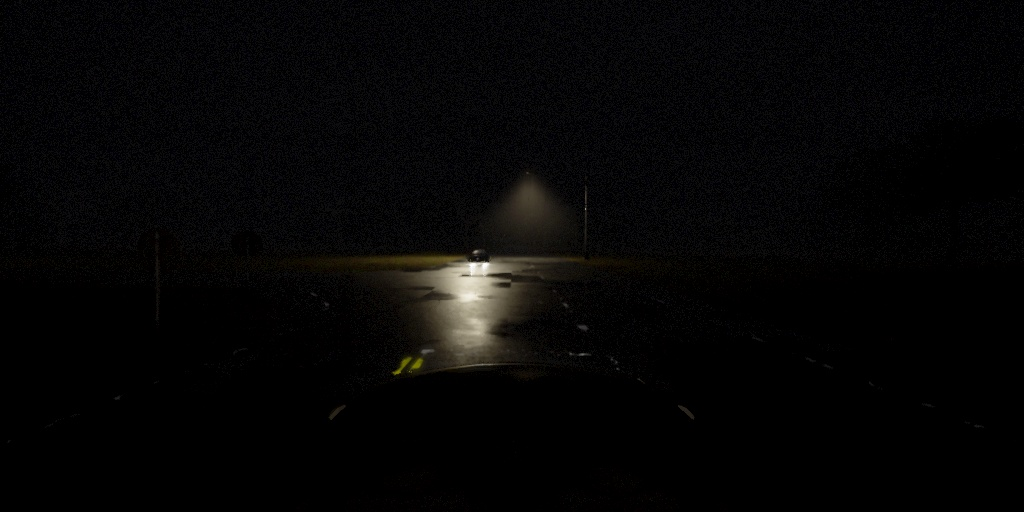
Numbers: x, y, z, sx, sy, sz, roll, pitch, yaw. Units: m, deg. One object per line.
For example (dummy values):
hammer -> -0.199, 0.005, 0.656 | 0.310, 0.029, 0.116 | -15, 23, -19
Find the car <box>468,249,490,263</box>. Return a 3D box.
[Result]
car -> -3.374, 0.006, 37.269 | 1.994, 1.385, 4.181 | 0, 2, 0
